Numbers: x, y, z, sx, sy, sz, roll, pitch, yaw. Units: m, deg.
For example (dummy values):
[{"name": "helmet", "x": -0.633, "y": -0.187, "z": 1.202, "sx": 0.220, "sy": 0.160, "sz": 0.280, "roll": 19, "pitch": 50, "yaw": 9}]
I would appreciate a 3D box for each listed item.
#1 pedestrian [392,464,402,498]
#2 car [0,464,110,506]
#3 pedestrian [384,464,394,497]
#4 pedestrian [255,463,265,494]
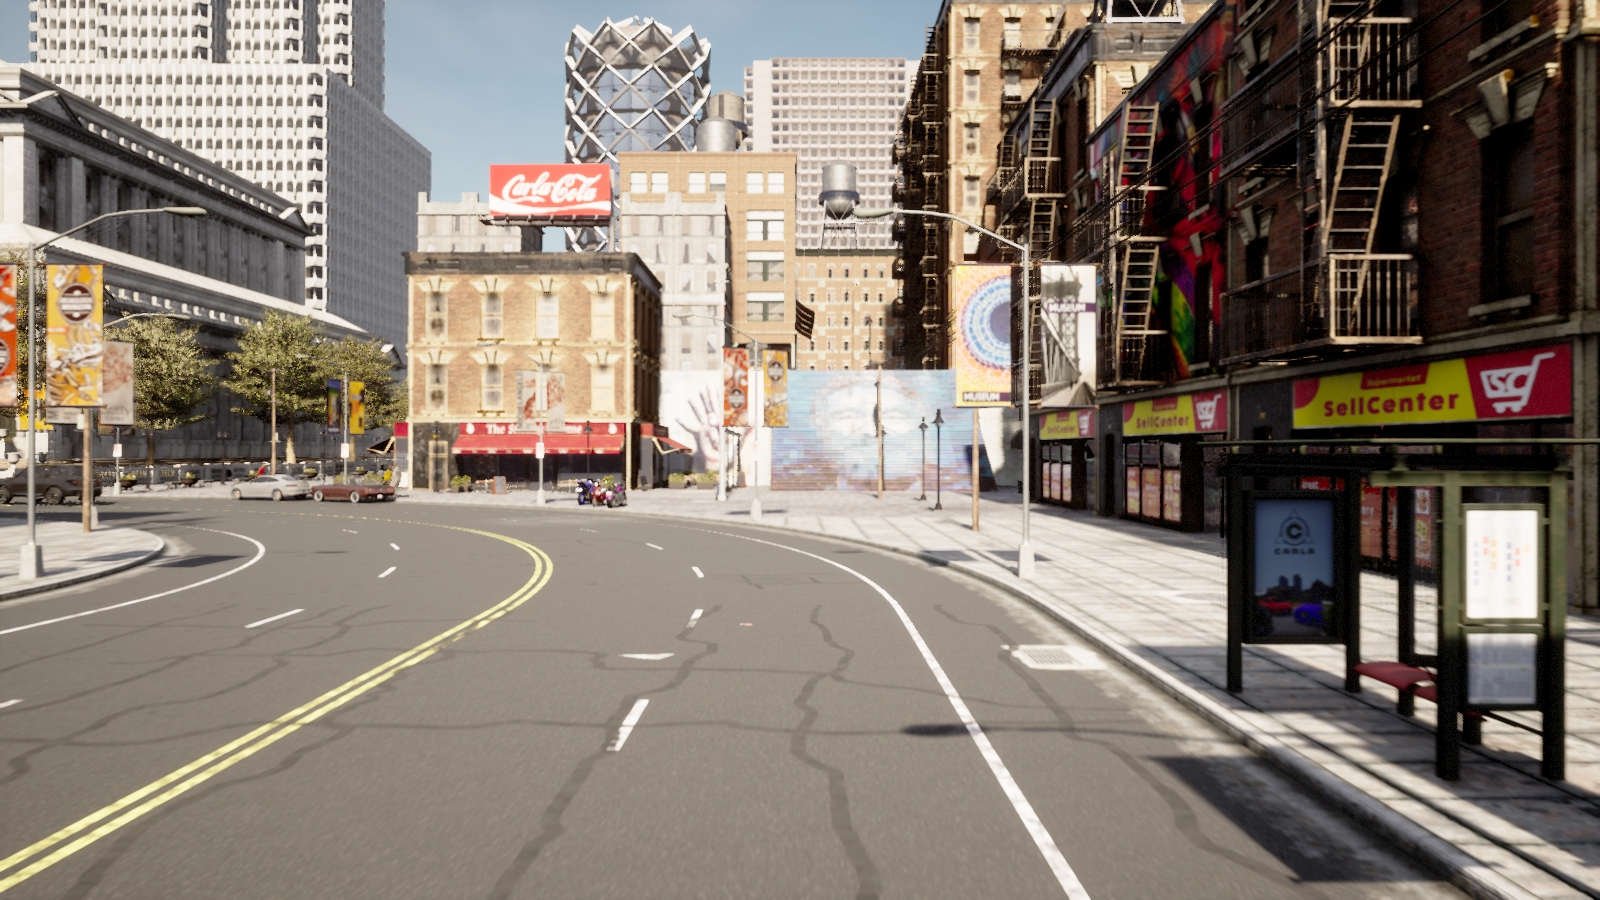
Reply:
[{"name": "pedestrian", "x": -22.323, "y": 1.696, "z": 63.306, "sx": 0.375, "sy": 1.860, "sz": 0.375, "roll": 0, "pitch": 0, "yaw": 16}, {"name": "car", "x": -38.771, "y": 1.779, "z": 58.922, "sx": 5.566, "sy": 2.045, "sz": 2.150, "roll": 0, "pitch": 0, "yaw": 14}, {"name": "pedestrian", "x": -23.126, "y": 1.696, "z": 64.261, "sx": 0.375, "sy": 1.860, "sz": 0.375, "roll": 0, "pitch": 0, "yaw": 20}, {"name": "pedestrian", "x": -32.126, "y": 1.699, "z": 68.001, "sx": 0.375, "sy": 1.860, "sz": 0.375, "roll": 0, "pitch": 0, "yaw": 4}]
